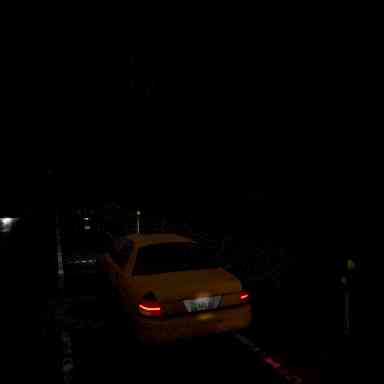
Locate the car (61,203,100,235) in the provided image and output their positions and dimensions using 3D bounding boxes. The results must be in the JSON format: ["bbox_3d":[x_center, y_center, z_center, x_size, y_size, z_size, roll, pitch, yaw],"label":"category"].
[{"bbox_3d":[-6.080,1.552,18.722,2.008,1.369,4.403,0,0,-22],"label":"car"}]

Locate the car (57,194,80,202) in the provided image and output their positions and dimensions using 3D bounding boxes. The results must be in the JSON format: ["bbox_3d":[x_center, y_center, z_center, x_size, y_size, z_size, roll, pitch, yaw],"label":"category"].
[{"bbox_3d":[-12.397,1.317,34.042,2.192,1.841,5.009,0,0,-22],"label":"car"}]

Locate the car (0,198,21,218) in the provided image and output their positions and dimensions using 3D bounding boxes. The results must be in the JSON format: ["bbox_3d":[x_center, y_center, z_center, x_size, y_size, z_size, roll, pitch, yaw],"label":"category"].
[{"bbox_3d":[-17.290,1.549,30.320,2.033,1.411,5.357,0,0,-22],"label":"car"}]

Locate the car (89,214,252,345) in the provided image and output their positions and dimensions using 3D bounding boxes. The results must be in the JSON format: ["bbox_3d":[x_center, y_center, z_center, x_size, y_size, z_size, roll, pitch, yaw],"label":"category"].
[{"bbox_3d":[-0.837,1.457,6.770,1.801,1.575,5.366,0,0,-22],"label":"car"}]

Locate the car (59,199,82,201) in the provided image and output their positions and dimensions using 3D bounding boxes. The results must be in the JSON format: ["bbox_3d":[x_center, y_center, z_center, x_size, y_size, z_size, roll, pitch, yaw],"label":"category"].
[{"bbox_3d":[-10.292,1.567,28.935,1.947,1.339,4.313,0,0,-22],"label":"car"}]

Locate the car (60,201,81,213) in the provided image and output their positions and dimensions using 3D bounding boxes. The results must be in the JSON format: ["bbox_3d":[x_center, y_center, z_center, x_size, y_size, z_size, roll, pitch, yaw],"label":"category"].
[{"bbox_3d":[-8.186,1.552,23.828,2.008,1.369,4.403,0,0,-22],"label":"car"}]

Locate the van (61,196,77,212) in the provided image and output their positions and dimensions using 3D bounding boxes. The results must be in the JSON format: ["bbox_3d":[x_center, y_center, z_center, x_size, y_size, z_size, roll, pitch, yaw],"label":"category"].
[{"bbox_3d":[-14.503,1.343,39.148,1.690,1.788,3.998,0,0,-22],"label":"van"}]

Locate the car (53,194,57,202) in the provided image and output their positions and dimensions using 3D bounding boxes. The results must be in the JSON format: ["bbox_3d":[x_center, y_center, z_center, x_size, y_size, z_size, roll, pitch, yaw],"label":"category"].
[{"bbox_3d":[-31.499,1.471,79.615,1.967,1.590,4.097,0,0,-24],"label":"car"}]
